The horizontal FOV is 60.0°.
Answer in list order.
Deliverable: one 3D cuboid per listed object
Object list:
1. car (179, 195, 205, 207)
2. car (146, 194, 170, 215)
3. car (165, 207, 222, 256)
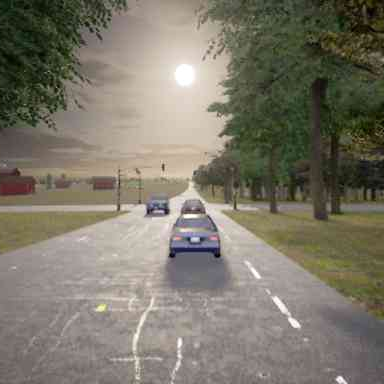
[{"bbox_3d":[0.099,1.377,29.256,2.097,1.767,4.553,0,0,0],"label":"car"},{"bbox_3d":[-3.516,1.267,35.452,2.150,2.045,5.566,0,-1,0],"label":"car"},{"bbox_3d":[0.099,1.541,12.959,2.033,1.411,5.357,0,0,0],"label":"car"}]
